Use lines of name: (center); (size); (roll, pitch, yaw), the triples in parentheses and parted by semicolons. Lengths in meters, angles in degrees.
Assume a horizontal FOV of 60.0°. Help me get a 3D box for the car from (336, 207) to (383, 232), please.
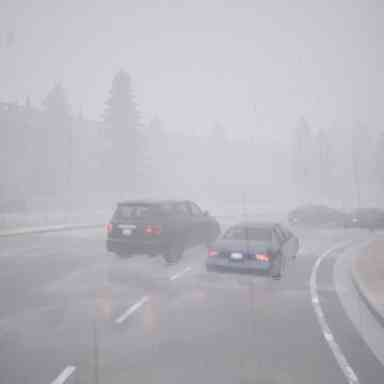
car: (11.476, 1.668, 21.105); (4.181, 1.385, 1.994); (0, 0, -33)

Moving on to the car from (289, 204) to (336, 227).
car: (8.934, 1.621, 23.617); (4.892, 1.490, 1.837); (0, 0, -33)

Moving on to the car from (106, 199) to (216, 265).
car: (-0.783, 1.283, 12.337); (2.150, 2.045, 5.566); (0, 0, 25)

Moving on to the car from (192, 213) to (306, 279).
car: (2.096, 1.598, 10.313); (2.033, 1.411, 5.357); (0, 0, 24)
